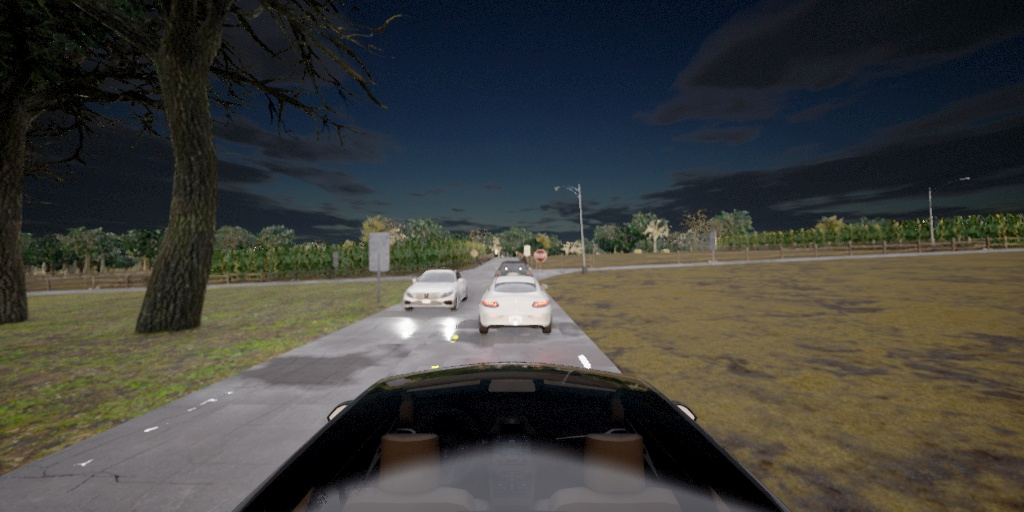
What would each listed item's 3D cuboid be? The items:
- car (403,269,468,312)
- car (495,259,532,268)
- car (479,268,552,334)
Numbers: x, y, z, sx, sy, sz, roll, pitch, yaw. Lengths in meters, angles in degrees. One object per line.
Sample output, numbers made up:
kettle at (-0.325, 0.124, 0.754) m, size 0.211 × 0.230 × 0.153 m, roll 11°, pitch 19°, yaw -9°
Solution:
car at (-2.841, 1.244, 14.253) m, size 1.812 × 1.442 × 4.674 m, roll 0°, pitch 0°, yaw 0°
car at (0.076, 1.036, 20.361) m, size 2.097 × 1.767 × 4.553 m, roll 0°, pitch 0°, yaw 0°
car at (0.092, 1.258, 10.430) m, size 1.812 × 1.442 × 4.674 m, roll 0°, pitch 0°, yaw 0°
